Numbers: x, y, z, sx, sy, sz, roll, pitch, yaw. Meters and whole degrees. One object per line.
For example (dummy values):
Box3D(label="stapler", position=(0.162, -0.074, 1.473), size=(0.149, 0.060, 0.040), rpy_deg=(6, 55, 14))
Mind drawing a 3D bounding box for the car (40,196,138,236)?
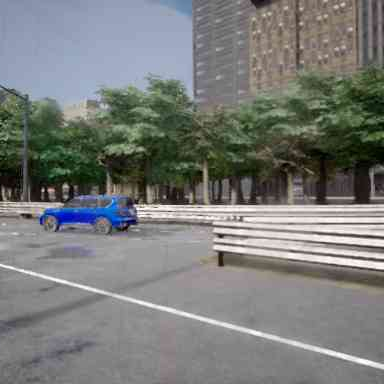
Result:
Box3D(label="car", position=(-5.745, 1.220, 18.622), size=(5.566, 2.045, 2.150), rpy_deg=(0, 0, 18))
